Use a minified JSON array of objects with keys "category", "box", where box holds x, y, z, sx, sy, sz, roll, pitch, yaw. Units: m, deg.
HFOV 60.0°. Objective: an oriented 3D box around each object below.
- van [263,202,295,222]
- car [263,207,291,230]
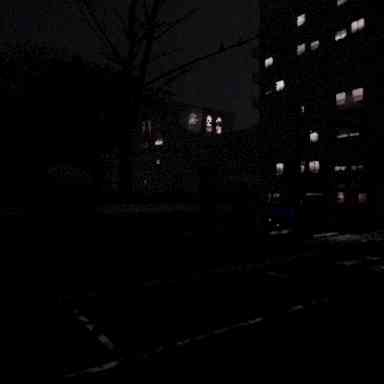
[{"category":"van","box":[7.744,1.846,30.617,1.690,1.788,3.998,-1,0,-36]},{"category":"car","box":[4.702,2.031,24.979,1.895,1.301,4.718,0,-1,-36]}]
